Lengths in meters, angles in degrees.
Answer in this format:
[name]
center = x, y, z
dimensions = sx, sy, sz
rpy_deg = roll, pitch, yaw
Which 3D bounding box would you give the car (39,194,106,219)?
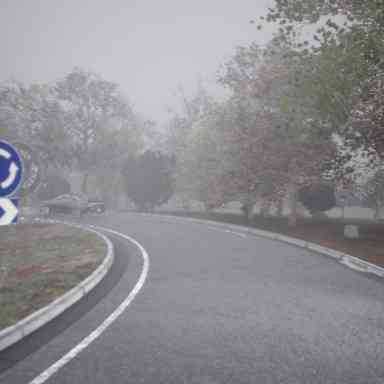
[car]
center = -8.030, 0.879, 22.194
dimensions = 4.902, 1.511, 2.128
rpy_deg = 2, 1, 27
